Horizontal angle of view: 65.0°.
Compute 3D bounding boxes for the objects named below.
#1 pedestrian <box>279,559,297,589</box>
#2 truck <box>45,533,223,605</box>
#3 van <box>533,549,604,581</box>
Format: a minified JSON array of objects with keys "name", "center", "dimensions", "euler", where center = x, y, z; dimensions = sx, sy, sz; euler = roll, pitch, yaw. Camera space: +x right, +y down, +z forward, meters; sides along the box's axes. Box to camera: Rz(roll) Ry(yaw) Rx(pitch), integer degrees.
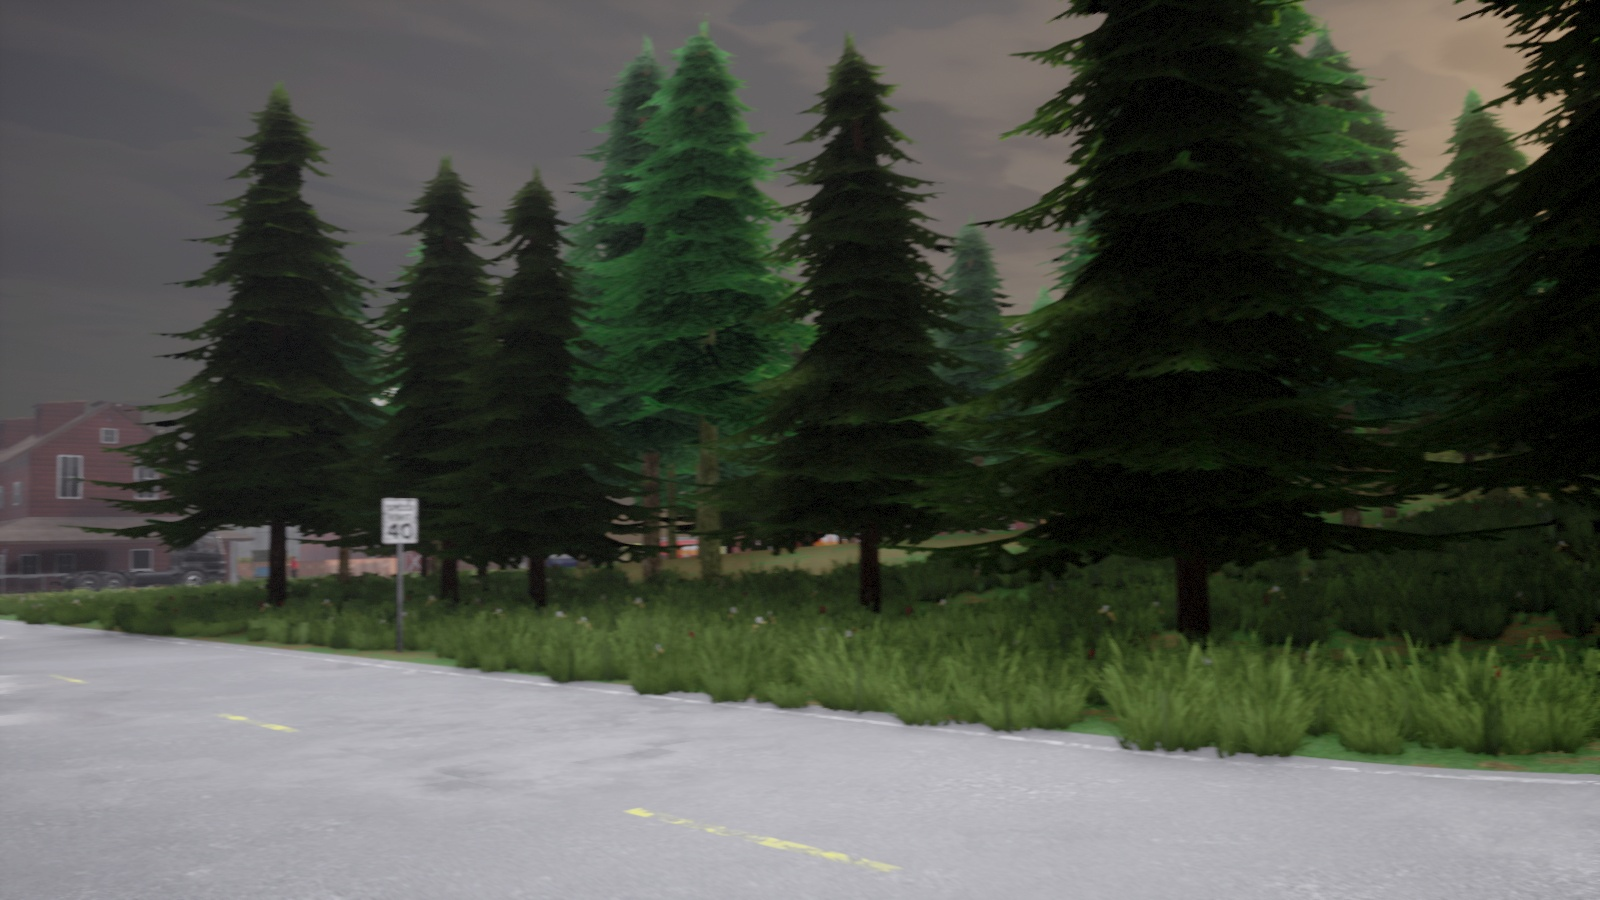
[{"name":"pedestrian","center":[-32.540,7.890,79.870],"dimensions":[0.899,1.844,0.634],"euler":[2,-6,-41]},{"name":"truck","center":[-35.399,6.308,66.983],"dimensions":[7.936,3.462,2.891],"euler":[2,-6,-40]},{"name":"van","center":[-15.649,7.794,84.956],"dimensions":[4.442,1.987,1.775],"euler":[2,-6,-42]}]
